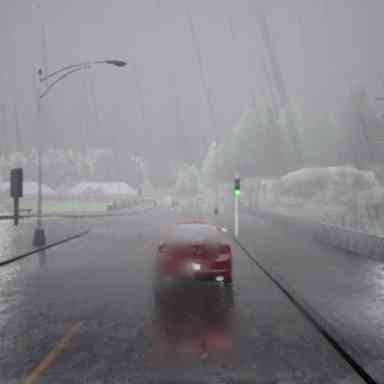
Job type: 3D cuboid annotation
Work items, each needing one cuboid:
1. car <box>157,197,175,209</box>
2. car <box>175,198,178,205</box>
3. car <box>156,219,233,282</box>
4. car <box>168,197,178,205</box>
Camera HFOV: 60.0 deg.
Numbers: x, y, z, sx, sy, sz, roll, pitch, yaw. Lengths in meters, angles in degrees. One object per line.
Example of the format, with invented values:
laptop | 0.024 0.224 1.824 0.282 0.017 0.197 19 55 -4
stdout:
car | -4.082 1.838 50.424 1.812 1.442 4.674 0 0 0
car | -4.066 1.899 60.342 1.812 1.442 4.674 0 0 1
car | 0.072 1.540 9.987 1.882 1.535 5.008 0 0 0
car | -3.982 1.936 70.507 1.837 1.490 4.892 0 0 0
